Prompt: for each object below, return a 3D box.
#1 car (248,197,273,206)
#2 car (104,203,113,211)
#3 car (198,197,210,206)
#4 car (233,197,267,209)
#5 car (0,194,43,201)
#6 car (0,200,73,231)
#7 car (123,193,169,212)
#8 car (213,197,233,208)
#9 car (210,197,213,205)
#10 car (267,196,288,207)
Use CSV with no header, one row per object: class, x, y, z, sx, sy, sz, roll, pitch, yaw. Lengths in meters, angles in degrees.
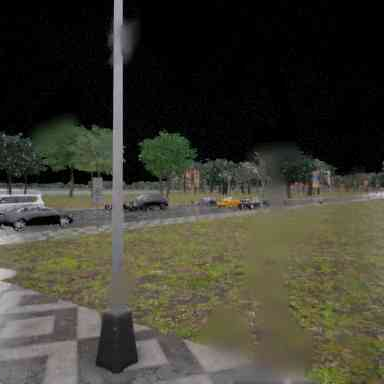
car,11.575,1.554,55.894,2.033,1.411,5.357,0,0,36
car,-8.207,1.575,39.731,1.895,1.301,4.718,0,0,36
car,2.893,1.536,54.965,1.812,1.442,4.674,0,0,36
car,7.988,1.527,45.274,1.837,1.490,4.892,0,0,36
car,-14.247,1.212,25.790,2.150,2.045,5.566,0,0,36
car,-9.778,1.514,20.708,2.128,1.511,4.902,0,0,36
car,-5.055,1.205,38.542,2.150,2.045,5.566,0,1,36
car,5.512,1.484,47.395,1.882,1.535,5.008,0,0,36
car,5.530,1.519,53.065,2.128,1.511,4.902,0,0,36
car,13.709,1.374,53.295,2.097,1.767,4.553,0,0,36
